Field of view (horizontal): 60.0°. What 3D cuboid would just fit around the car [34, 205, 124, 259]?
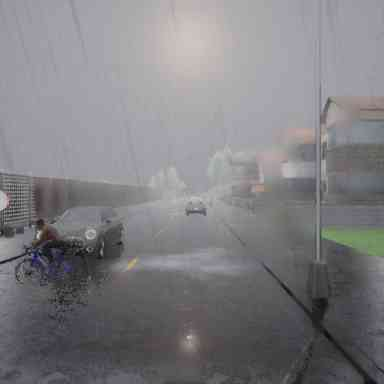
[{"bbox_3d":[-3.987,1.353,12.474,2.097,1.767,4.553,0,0,1],"label":"car"}]

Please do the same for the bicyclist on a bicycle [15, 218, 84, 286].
[{"bbox_3d":[-3.419,1.454,7.934,1.656,1.620,0.582,-2,0,1],"label":"bicyclist on a bicycle"}]

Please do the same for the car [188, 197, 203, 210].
[{"bbox_3d":[0.493,1.477,44.780,1.882,1.535,5.008,0,0,1],"label":"car"}]

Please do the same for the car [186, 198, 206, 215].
[{"bbox_3d":[0.398,1.564,33.608,1.994,1.385,4.181,0,0,0],"label":"car"}]
